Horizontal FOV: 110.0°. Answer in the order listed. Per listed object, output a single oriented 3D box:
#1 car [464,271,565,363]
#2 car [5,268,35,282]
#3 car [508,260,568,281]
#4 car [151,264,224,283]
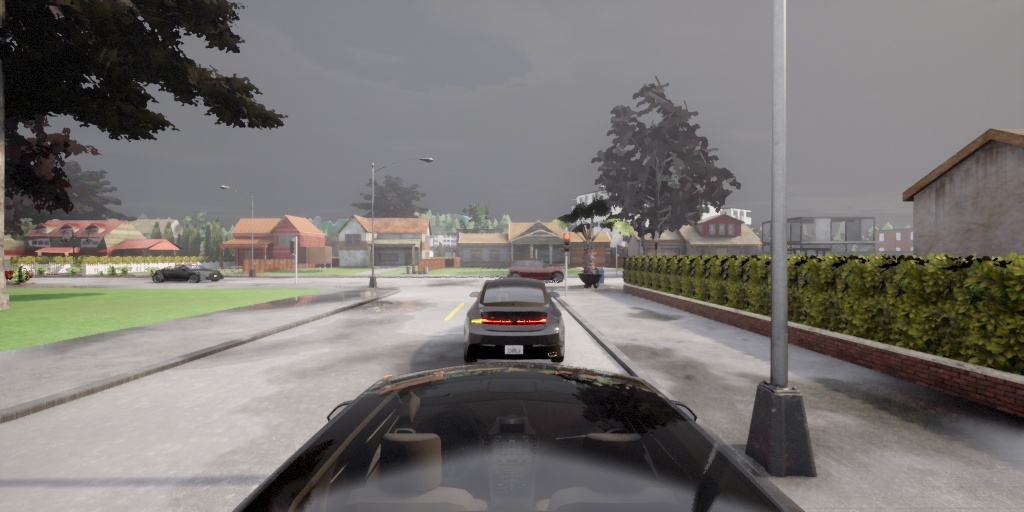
[{"bbox_3d":[0.055,1.255,8.167,1.837,1.490,4.892,0,0,1],"label":"car"},{"bbox_3d":[-39.119,1.350,26.812,4.718,1.301,1.895,0,0,0],"label":"car"},{"bbox_3d":[1.872,1.102,26.840,4.553,1.767,2.097,0,0,0],"label":"car"},{"bbox_3d":[-24.180,1.314,26.815,4.181,1.385,1.994,0,0,0],"label":"car"}]
